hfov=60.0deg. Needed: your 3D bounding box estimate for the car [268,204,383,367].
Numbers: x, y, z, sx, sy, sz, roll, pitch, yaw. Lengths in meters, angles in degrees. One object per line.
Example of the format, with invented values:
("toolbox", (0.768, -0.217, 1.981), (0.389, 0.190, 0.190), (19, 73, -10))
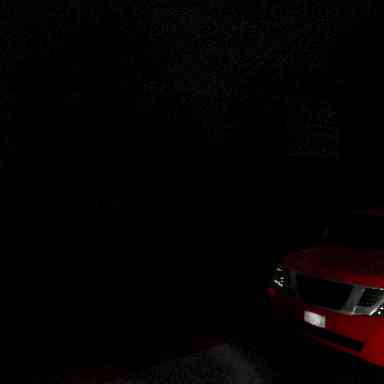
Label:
("car", (3.785, 1.255, 5.773), (5.566, 2.045, 2.150), (0, 0, -36))
